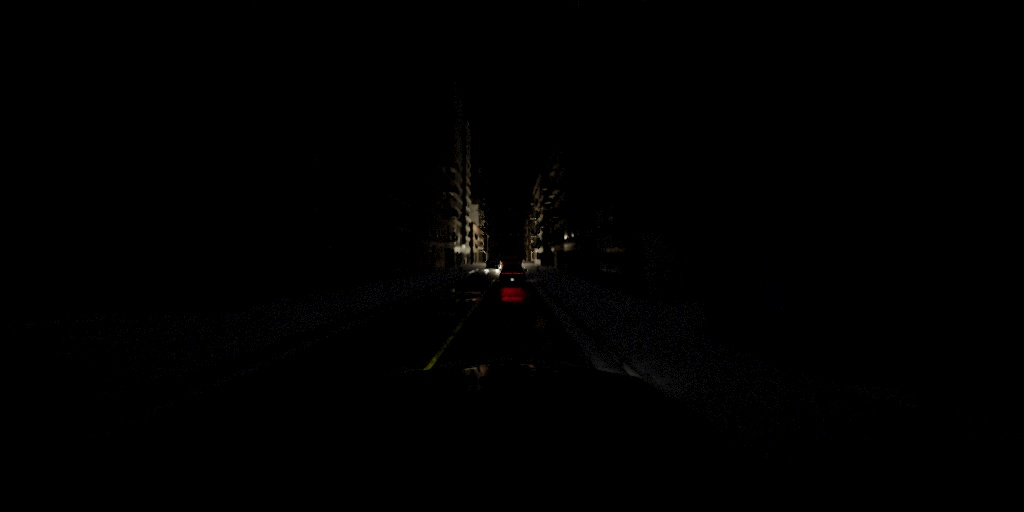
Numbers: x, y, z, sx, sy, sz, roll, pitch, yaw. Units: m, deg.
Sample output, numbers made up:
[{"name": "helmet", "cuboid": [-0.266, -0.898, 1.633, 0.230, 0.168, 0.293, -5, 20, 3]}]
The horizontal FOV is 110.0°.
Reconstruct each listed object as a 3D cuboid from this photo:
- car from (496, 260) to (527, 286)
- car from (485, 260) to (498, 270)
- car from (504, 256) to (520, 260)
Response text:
[{"name": "car", "cuboid": [0.045, 1.312, 26.240, 1.837, 1.490, 4.892, 0, 0, 0]}, {"name": "car", "cuboid": [-3.102, 1.335, 56.553, 1.882, 1.535, 5.008, 0, 0, 0]}, {"name": "car", "cuboid": [0.009, 1.053, 39.808, 2.150, 2.045, 5.566, 0, 0, 0]}]
